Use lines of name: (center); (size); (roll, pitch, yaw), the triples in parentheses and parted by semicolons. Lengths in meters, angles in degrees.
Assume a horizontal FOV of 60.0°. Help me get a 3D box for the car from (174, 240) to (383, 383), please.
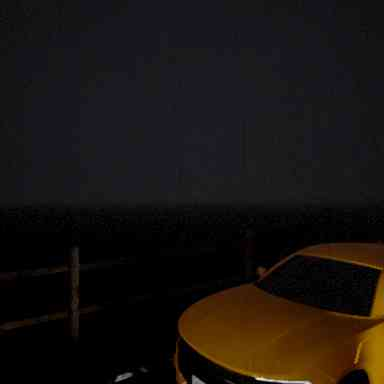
car: (2.110, 1.477, 4.448); (5.008, 1.535, 1.882); (0, 0, -35)
